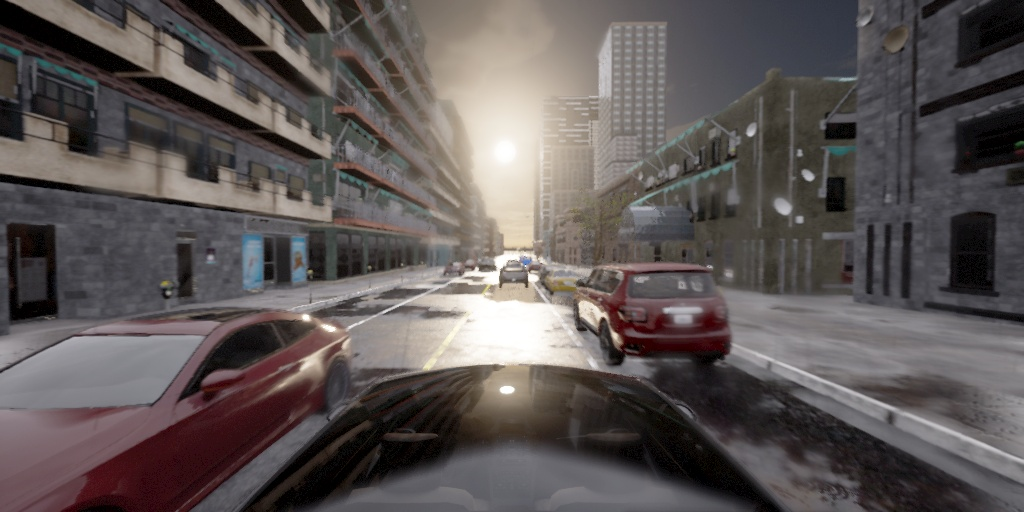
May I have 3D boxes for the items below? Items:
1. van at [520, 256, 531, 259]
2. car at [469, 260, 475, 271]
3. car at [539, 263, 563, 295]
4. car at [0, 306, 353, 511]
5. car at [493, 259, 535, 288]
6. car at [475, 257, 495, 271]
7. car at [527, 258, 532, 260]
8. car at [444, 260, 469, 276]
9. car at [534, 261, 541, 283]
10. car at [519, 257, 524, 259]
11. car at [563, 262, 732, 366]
[{"bbox_3d":[2.695,0.901,63.716,1.690,1.789,3.998,0,0,0],"label":"van"},{"bbox_3d":[-5.687,1.162,46.932,1.888,1.381,4.507,0,0,0],"label":"car"},{"bbox_3d":[2.682,1.228,19.247,1.751,1.417,4.829,0,0,0],"label":"car"},{"bbox_3d":[-3.099,1.271,3.271,1.812,1.442,4.674,0,0,0],"label":"car"},{"bbox_3d":[0.099,1.182,23.335,2.128,1.511,4.902,0,0,0],"label":"car"},{"bbox_3d":[-3.039,0.975,44.960,2.097,1.767,4.553,0,0,1],"label":"car"},{"bbox_3d":[2.693,1.217,41.396,1.802,1.307,4.207,0,0,0],"label":"car"},{"bbox_3d":[-5.689,1.235,35.771,1.802,1.307,4.207,0,0,0],"label":"car"},{"bbox_3d":[2.696,1.237,24.656,2.007,1.370,4.403,0,0,0],"label":"car"},{"bbox_3d":[0.100,1.146,40.253,1.837,1.490,4.892,0,1,0],"label":"car"},{"bbox_3d":[2.657,1.048,7.917,2.192,1.841,5.009,0,0,0],"label":"car"}]
